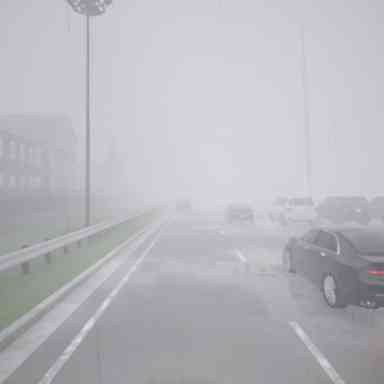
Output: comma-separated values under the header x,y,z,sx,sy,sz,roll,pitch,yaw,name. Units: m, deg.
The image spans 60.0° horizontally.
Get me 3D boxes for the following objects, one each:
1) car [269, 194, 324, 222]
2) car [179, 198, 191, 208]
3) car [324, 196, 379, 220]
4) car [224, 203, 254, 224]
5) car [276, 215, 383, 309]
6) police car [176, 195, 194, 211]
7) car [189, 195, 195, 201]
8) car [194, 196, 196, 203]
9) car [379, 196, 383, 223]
x,y,z,sx,sy,sz,roll,pitch,yaw,name
7.099,1.308,23.849,2.150,2.045,5.566,0,0,0,car
-1.052,1.698,52.943,1.837,1.490,4.892,0,0,0,car
10.600,1.308,23.854,2.150,2.045,5.566,0,0,0,car
3.599,1.573,26.136,1.882,1.535,5.008,0,0,0,car
3.599,1.534,7.890,1.837,1.490,4.892,0,0,0,car
-1.052,1.582,43.053,1.930,1.638,5.238,0,0,0,police car
-0.001,1.700,92.312,1.882,1.535,5.008,0,0,0,car
-0.001,1.661,76.565,2.128,1.511,4.902,0,0,0,car
14.100,1.308,23.849,2.150,2.045,5.566,0,0,0,car
